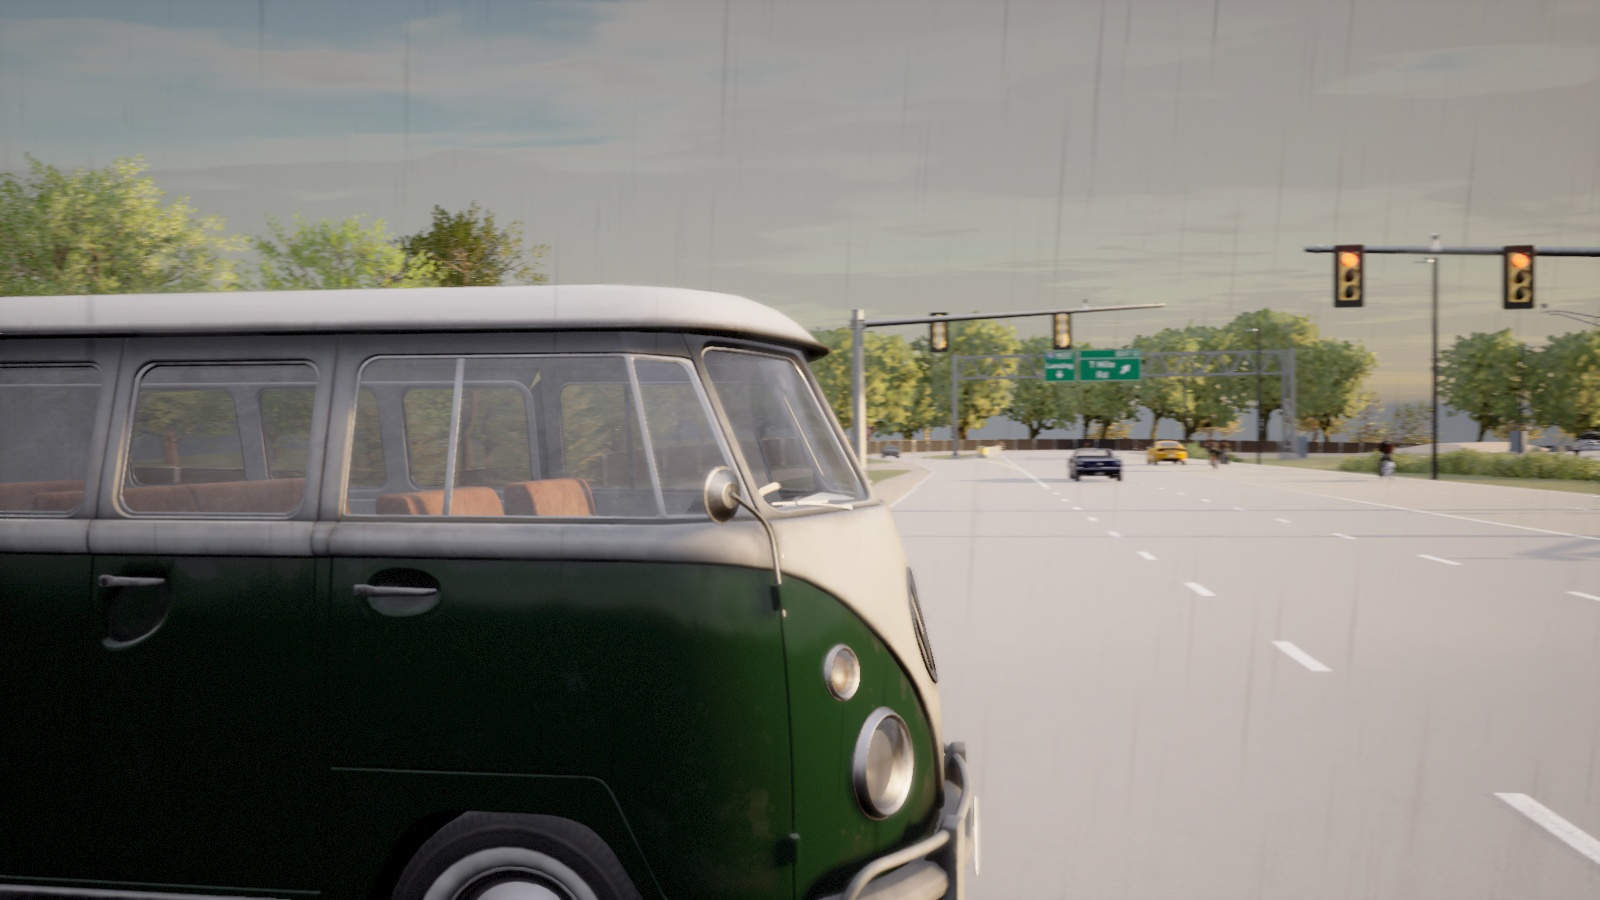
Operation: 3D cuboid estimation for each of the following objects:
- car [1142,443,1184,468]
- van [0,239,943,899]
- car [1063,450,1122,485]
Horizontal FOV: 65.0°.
[{"bbox_3d":[22.932,0.333,79.501,1.882,1.535,5.008,0,0,8],"label":"car"},{"bbox_3d":[-1.819,0.511,3.916,4.442,1.987,1.775,0,1,8],"label":"van"},{"bbox_3d":[11.745,0.665,50.676,1.895,1.301,4.718,0,0,8],"label":"car"}]
